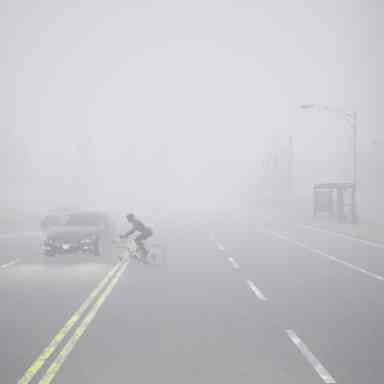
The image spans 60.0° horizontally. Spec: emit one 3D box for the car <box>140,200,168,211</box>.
[{"bbox_3d":[-4.722,1.578,40.594,1.895,1.301,4.718,0,0,-31],"label":"car"}]

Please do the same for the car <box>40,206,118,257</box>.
[{"bbox_3d":[-4.138,1.504,13.038,1.837,1.490,4.892,0,0,-3],"label":"car"}]

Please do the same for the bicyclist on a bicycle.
[{"bbox_3d":[-1.628,1.455,9.815,1.656,1.620,0.582,-2,0,-3],"label":"bicyclist on a bicycle"}]

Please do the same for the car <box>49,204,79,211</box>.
[{"bbox_3d":[-7.998,1.525,21.318,1.812,1.442,4.674,0,0,-2],"label":"car"}]

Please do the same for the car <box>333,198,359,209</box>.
[{"bbox_3d":[17.671,1.436,40.281,4.902,1.511,2.128,0,0,-2],"label":"car"}]
